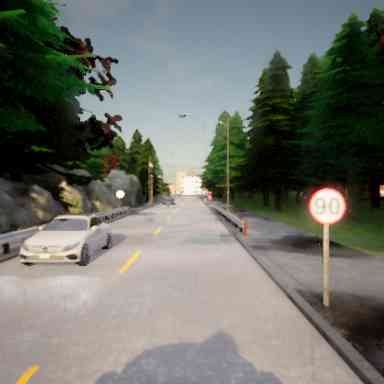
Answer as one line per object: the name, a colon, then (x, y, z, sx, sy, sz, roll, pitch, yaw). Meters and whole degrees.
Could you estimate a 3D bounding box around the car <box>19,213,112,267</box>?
car: (-4.080, 1.506, 11.534, 1.812, 1.442, 4.674, 0, 0, 0)

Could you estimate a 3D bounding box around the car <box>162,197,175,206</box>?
car: (-3.832, 1.470, 55.200, 2.033, 1.411, 5.357, 0, 0, 1)
